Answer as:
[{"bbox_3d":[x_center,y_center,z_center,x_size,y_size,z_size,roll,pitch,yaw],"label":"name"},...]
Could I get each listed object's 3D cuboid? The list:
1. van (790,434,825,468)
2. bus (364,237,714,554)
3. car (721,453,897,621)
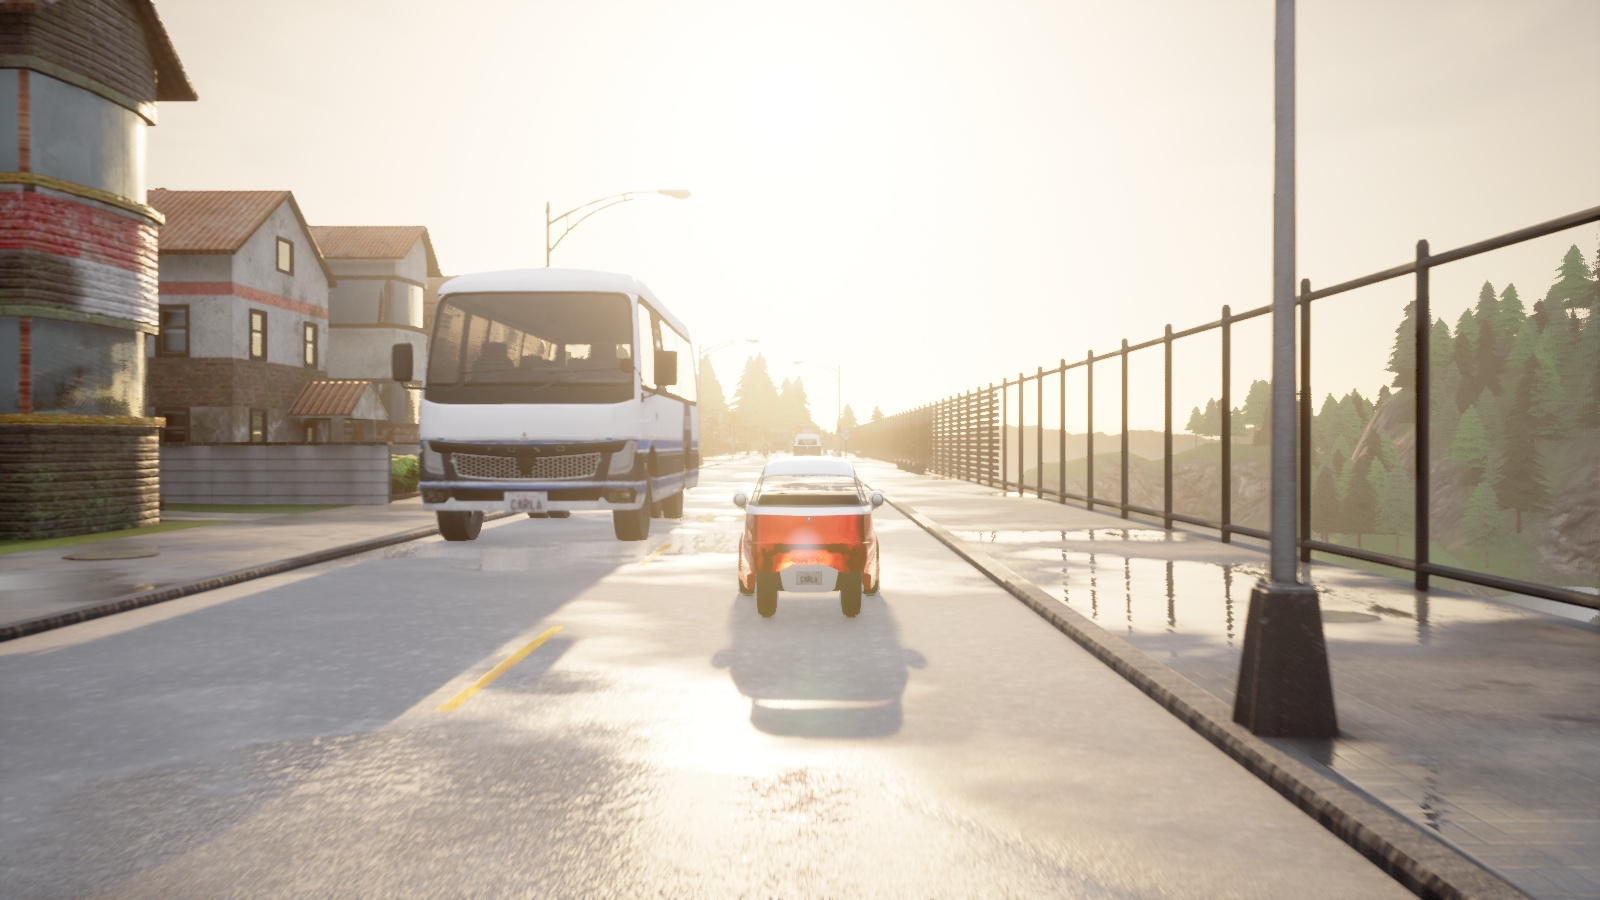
[{"bbox_3d":[0.458,0.031,77.813,2.069,2.038,4.480,0,0,0],"label":"van"},{"bbox_3d":[-3.852,-0.757,22.005,3.944,4.253,10.273,0,0,0],"label":"bus"},{"bbox_3d":[0.082,0.736,11.669,1.481,1.376,2.207,0,1,0],"label":"car"}]
